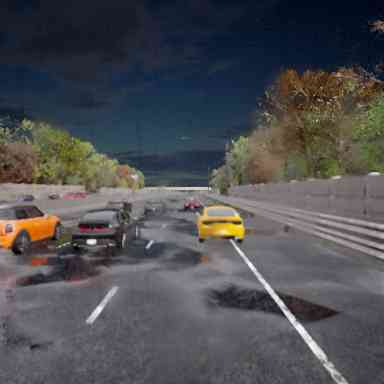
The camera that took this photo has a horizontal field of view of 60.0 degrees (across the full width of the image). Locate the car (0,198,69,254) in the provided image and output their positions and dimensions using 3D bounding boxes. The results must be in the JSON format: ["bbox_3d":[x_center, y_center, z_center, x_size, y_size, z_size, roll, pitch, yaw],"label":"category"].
[{"bbox_3d":[-6.900,1.279,13.208,2.097,1.767,4.553,0,0,0],"label":"car"}]

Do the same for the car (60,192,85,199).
[{"bbox_3d":[-17.570,0.982,48.979,2.150,2.045,5.566,0,0,0],"label":"car"}]

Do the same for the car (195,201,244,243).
[{"bbox_3d":[1.224,1.394,15.688,1.882,1.535,5.008,0,0,0],"label":"car"}]

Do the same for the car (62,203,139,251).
[{"bbox_3d":[-3.402,1.429,13.699,1.837,1.490,4.892,0,0,0],"label":"car"}]

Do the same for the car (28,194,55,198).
[{"bbox_3d":[-21.073,1.242,47.783,1.882,1.535,5.008,0,0,0],"label":"car"}]

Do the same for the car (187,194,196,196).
[{"bbox_3d":[-0.003,1.101,51.105,2.097,1.767,4.553,0,0,0],"label":"car"}]

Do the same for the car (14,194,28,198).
[{"bbox_3d":[-24.567,1.114,48.343,2.097,1.767,4.553,0,0,0],"label":"car"}]

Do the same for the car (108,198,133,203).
[{"bbox_3d":[-6.901,1.330,31.980,2.128,1.511,4.902,0,0,0],"label":"car"}]

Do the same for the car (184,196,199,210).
[{"bbox_3d":[0.034,1.408,38.473,1.895,1.301,4.718,0,0,1],"label":"car"}]

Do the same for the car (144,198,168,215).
[{"bbox_3d":[-3.402,1.329,31.987,2.128,1.511,4.902,0,0,0],"label":"car"}]
